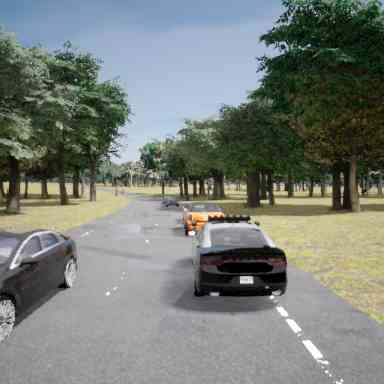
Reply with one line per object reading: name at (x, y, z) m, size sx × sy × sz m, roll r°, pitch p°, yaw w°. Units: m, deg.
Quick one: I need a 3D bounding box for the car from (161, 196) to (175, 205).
car at (-4.264, 1.388, 58.805) m, size 2.033 × 1.411 × 5.357 m, roll 0°, pitch 0°, yaw -9°

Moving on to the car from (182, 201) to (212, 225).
car at (0.274, 1.494, 24.729) m, size 1.812 × 1.442 × 4.674 m, roll 0°, pitch 0°, yaw -4°

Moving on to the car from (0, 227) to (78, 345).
car at (-3.695, 1.492, 6.337) m, size 2.128 × 1.511 × 4.902 m, roll 0°, pitch 0°, yaw -1°

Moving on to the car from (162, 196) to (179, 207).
car at (-2.944, 1.440, 48.581) m, size 2.033 × 1.411 × 5.357 m, roll 0°, pitch 0°, yaw -6°

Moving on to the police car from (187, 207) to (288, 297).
police car at (0.950, 1.422, 8.743) m, size 1.930 × 1.638 × 5.238 m, roll 0°, pitch 0°, yaw -1°

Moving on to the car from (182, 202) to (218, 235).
car at (0.601, 1.333, 18.666) m, size 2.097 × 1.767 × 4.553 m, roll 0°, pitch 0°, yaw -3°
